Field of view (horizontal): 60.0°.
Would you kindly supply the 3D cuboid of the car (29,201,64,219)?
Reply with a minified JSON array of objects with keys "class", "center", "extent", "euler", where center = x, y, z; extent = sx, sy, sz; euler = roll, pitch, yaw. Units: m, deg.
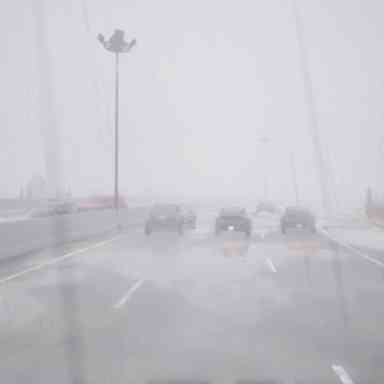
[{"class":"car","center":[-10.419,1.511,25.919],"extent":[1.837,1.490,4.892],"euler":[0,0,16]}]

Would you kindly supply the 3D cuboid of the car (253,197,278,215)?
[{"class":"car","center":[8.247,1.620,36.151],"extent":[1.837,1.490,4.892],"euler":[0,0,24]}]

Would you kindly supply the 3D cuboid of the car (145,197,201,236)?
[{"class":"car","center":[-1.067,1.388,19.096],"extent":[2.097,1.767,4.553],"euler":[0,0,12]}]

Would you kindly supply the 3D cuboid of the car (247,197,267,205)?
[{"class":"car","center":[12.370,1.716,62.862],"extent":[1.812,1.442,4.674],"euler":[0,0,39]}]

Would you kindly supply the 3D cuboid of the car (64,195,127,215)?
[{"class":"car","center":[-6.929,1.242,25.527],"extent":[2.150,2.045,5.566],"euler":[0,0,16]}]

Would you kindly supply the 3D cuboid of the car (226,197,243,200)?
[{"class":"car","center":[7.869,1.658,62.850],"extent":[2.128,1.511,4.902],"euler":[0,0,38]}]

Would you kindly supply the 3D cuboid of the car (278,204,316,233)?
[{"class":"car","center":[6.367,1.578,20.286],"extent":[1.837,1.490,4.892],"euler":[0,0,14]}]

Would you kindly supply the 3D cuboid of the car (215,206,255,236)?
[{"class":"car","center":[2.459,1.557,18.967],"extent":[1.837,1.490,4.892],"euler":[0,0,12]}]

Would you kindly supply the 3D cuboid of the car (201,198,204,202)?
[{"class":"car","center":[0.328,1.628,58.284],"extent":[1.837,1.490,4.892],"euler":[0,0,33]}]
